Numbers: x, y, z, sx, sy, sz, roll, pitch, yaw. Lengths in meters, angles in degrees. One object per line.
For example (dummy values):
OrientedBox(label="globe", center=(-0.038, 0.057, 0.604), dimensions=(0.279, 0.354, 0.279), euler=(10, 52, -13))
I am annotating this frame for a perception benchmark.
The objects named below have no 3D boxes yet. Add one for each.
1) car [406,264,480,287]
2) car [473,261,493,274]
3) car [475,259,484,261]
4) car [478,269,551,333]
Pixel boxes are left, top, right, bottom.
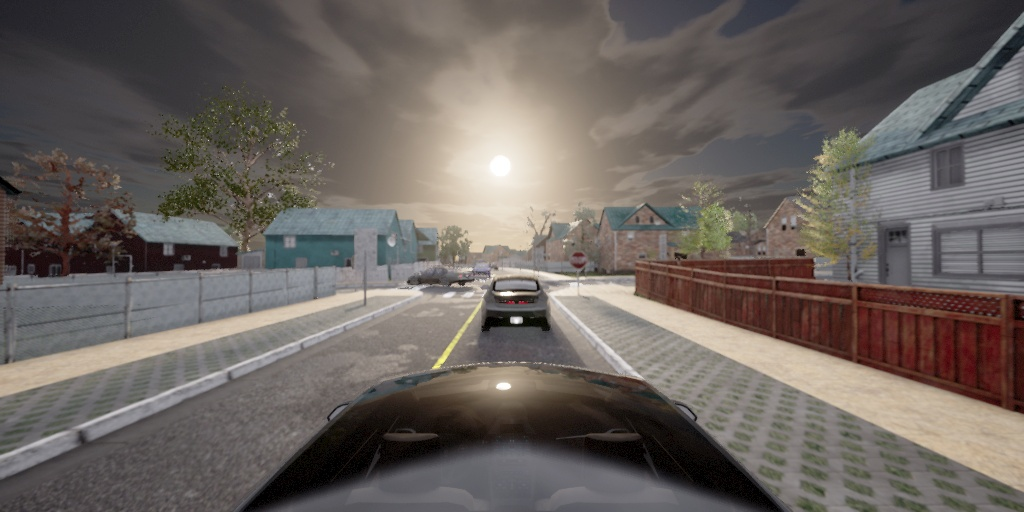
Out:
OrientedBox(label="car", center=(-5.319, 1.534, 26.295), dimensions=(5.357, 1.411, 2.033), euler=(-3, -2, 31))
OrientedBox(label="car", center=(-3.276, 1.577, 39.443), dimensions=(1.882, 1.535, 5.008), euler=(0, -1, -3))
OrientedBox(label="car", center=(-5.698, 1.627, 63.949), dimensions=(2.150, 2.045, 5.566), euler=(0, 0, -8))
OrientedBox(label="car", center=(0.108, 1.322, 11.092), dimensions=(1.837, 1.490, 4.892), euler=(0, 0, 0))
